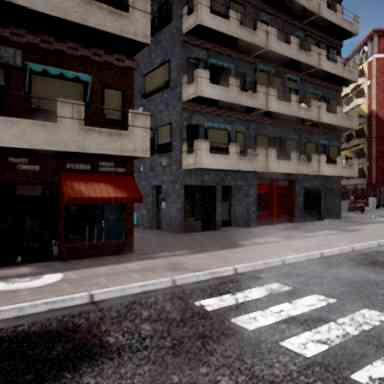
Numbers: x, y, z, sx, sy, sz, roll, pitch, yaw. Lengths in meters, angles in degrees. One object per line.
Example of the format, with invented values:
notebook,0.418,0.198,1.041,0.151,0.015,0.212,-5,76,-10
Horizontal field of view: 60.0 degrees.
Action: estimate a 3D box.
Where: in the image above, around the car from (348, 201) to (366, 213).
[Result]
car,18.233,1.723,38.515,1.895,1.301,4.718,0,0,5
